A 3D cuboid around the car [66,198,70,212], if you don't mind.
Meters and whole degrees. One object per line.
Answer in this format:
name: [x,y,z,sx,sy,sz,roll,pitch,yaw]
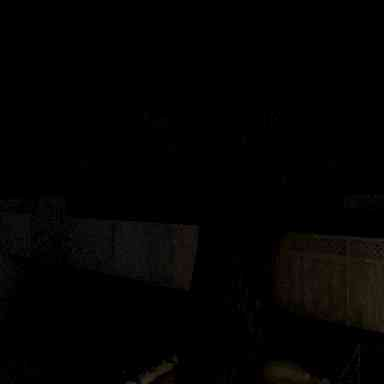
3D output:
car: [-13.555,1.364,34.330,2.128,1.511,4.902,-3,-1,36]
